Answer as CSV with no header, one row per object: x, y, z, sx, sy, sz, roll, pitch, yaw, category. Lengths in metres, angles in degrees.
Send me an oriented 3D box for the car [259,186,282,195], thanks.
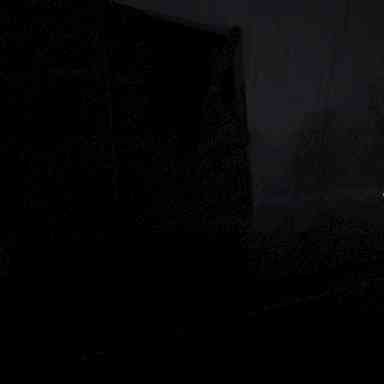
13.349,-0.223,56.975,1.994,1.385,4.181,-6,-1,-30,car

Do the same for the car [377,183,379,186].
28.593,-1.523,46.489,4.892,1.490,1.837,-4,4,5,car

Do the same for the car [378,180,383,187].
25.754,-1.055,41.047,4.892,1.490,1.837,-5,2,-28,car
